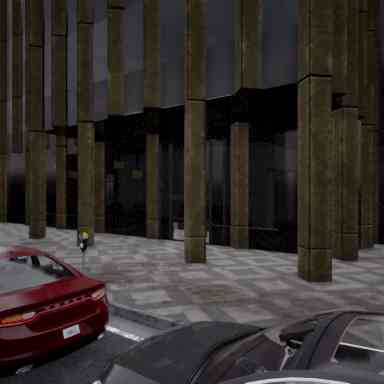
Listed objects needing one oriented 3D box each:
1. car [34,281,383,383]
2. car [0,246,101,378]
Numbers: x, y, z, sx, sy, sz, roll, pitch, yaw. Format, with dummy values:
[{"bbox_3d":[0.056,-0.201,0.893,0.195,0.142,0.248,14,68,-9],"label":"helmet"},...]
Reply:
[{"bbox_3d":[1.155,1.551,2.139,4.403,1.369,2.008,0,0,36],"label":"car"},{"bbox_3d":[-3.264,1.544,5.309,4.507,1.381,1.887,0,0,36],"label":"car"}]
